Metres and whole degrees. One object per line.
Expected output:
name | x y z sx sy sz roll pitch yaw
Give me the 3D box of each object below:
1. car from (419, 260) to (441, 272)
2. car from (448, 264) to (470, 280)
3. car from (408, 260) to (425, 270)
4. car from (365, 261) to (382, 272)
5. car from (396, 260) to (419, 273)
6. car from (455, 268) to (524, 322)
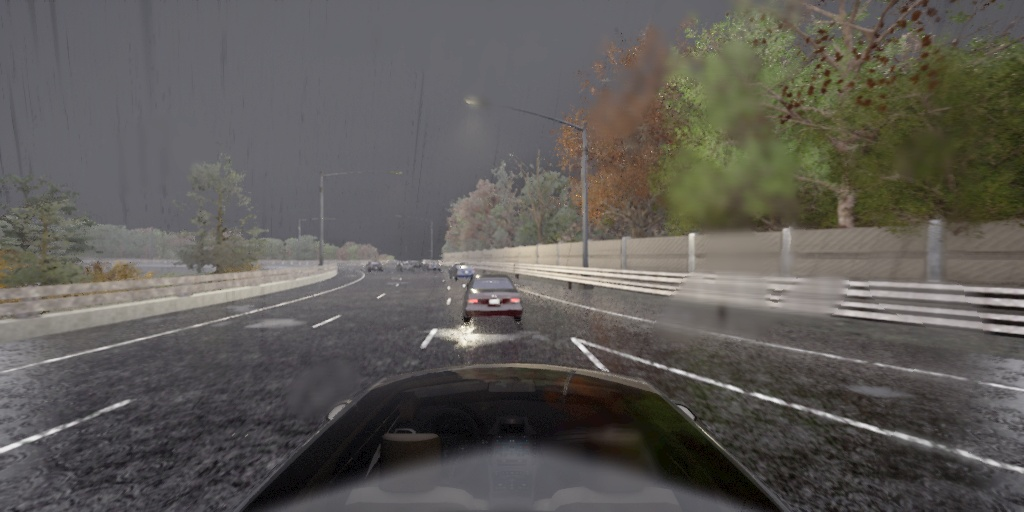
car | -11.123 1.454 49.234 2.033 1.411 5.357 0 0 -25
car | -4.523 1.393 32.129 2.033 1.411 5.357 0 0 -18
car | -15.891 1.448 59.359 1.837 1.490 4.892 0 0 -25
car | -19.387 1.450 50.354 1.812 1.442 4.674 0 0 -28
car | -14.412 1.401 48.216 2.128 1.511 4.902 0 0 -25
car | -0.755 1.330 12.541 2.033 1.411 5.357 0 0 -6
